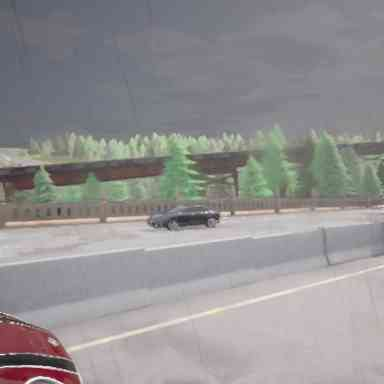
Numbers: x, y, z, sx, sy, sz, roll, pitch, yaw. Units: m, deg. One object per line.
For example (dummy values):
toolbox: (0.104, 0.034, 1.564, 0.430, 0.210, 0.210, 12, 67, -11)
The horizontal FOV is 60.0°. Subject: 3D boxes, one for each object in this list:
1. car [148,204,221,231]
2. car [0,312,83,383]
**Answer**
car: (-0.411, 1.538, 20.853, 4.892, 1.490, 1.837, 1, 0, -35)
car: (-2.872, 1.361, 1.698, 4.553, 1.767, 2.097, 0, 0, -35)
